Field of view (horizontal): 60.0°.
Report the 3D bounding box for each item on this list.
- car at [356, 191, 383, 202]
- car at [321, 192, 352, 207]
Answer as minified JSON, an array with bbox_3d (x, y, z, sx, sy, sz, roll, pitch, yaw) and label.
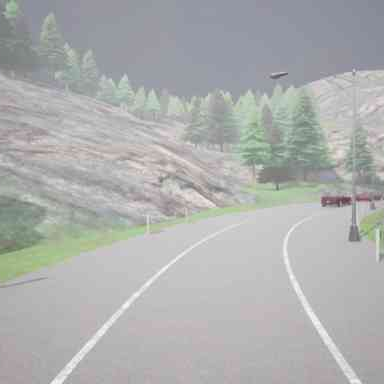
[{"bbox_3d":[23.173,0.503,43.309,4.181,1.385,1.994,-3,2,-36],"label":"car"},{"bbox_3d":[15.915,0.784,36.542,1.882,1.535,5.008,0,2,44],"label":"car"}]
